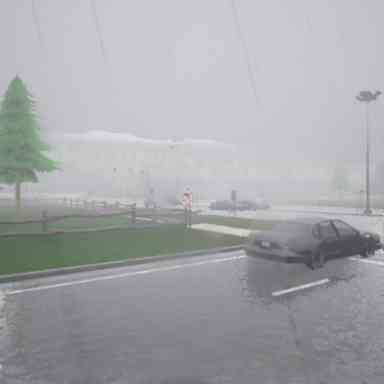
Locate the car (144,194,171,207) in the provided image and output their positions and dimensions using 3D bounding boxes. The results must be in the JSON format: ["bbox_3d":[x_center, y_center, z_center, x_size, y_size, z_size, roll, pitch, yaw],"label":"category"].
[{"bbox_3d":[-5.886,1.542,52.519,2.128,1.511,4.902,0,0,-35],"label":"car"}]

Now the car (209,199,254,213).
[{"bbox_3d":[4.117,1.557,38.113,2.033,1.411,5.357,0,0,-35],"label":"car"}]

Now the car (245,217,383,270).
[{"bbox_3d":[4.180,1.551,11.037,5.357,1.411,2.033,0,0,-35],"label":"car"}]

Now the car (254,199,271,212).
[{"bbox_3d":[6.965,1.558,40.148,2.033,1.411,5.357,0,0,-35],"label":"car"}]

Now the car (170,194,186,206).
[{"bbox_3d":[-3.005,1.323,54.507,2.150,2.045,5.566,0,0,-35],"label":"car"}]
